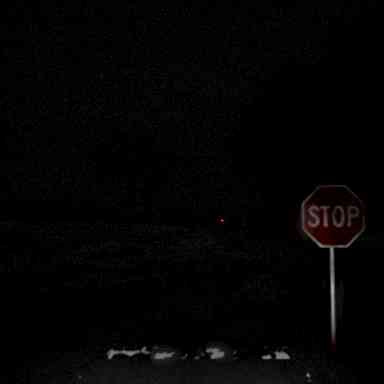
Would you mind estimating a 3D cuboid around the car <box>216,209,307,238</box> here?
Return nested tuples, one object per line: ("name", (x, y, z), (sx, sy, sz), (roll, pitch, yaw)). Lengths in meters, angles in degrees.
("car", (4.035, 1.641, 17.969), (5.357, 1.411, 2.033), (2, -3, 0))
